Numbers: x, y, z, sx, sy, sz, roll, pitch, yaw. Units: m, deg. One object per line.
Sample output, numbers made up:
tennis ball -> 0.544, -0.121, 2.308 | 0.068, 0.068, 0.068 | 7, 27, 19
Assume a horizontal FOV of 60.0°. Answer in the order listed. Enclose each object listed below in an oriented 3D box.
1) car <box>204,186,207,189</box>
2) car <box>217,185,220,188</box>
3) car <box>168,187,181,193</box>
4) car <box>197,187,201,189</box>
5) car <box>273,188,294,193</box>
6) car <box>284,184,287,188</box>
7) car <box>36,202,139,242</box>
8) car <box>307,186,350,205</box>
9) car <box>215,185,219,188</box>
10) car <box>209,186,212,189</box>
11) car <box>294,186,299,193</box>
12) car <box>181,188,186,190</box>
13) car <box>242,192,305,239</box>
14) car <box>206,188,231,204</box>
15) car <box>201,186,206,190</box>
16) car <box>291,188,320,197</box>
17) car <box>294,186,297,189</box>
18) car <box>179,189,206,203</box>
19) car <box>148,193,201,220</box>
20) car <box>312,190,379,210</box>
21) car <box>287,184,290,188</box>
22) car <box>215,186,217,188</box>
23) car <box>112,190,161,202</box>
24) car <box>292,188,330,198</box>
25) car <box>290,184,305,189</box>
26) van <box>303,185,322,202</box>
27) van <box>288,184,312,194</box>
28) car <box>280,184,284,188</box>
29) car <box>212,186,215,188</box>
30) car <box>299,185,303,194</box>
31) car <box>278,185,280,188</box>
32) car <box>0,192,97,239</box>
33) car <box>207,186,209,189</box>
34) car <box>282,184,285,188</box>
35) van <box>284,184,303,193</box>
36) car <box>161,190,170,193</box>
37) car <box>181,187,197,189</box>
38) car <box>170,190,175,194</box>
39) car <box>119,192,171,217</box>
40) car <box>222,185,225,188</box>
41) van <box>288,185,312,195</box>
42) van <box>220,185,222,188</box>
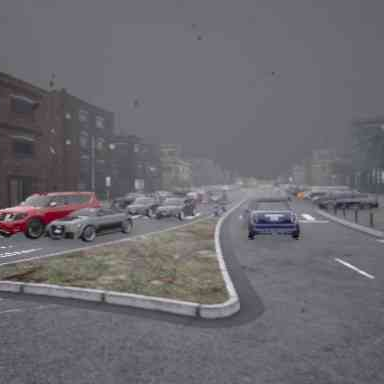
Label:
car -> -0.152, 0.051, 61.448 | 4.553, 1.767, 2.185 | 0, 1, 12
car -> 3.456, -0.253, 77.589 | 4.892, 1.521, 2.231 | 0, 1, 12
car -> -4.257, 0.583, 42.592 | 4.553, 1.767, 2.185 | 0, 1, 12
car -> -1.724, 0.400, 53.331 | 5.366, 1.575, 1.946 | 0, 1, 12
car -> 12.055, 0.534, 44.439 | 1.994, 1.385, 4.181 | 0, 2, 12
car -> 21.029, -0.412, 63.504 | 5.566, 2.045, 2.435 | 0, 1, 13
car -> -4.583, 1.369, 15.300 | 1.994, 1.385, 4.181 | 0, 1, 25
car -> 14.412, 0.558, 33.667 | 4.553, 1.767, 2.185 | 0, 1, 13
car -> 2.861, -0.184, 74.899 | 4.892, 1.521, 2.231 | 0, 1, 12
car -> 1.099, -0.097, 66.818 | 4.553, 1.767, 2.185 | 0, 1, 12
car -> 16.814, 0.379, 44.655 | 5.008, 1.535, 2.097 | 0, 2, 13
car -> -3.696, 0.637, 45.299 | 4.892, 1.521, 2.231 | 0, 1, 12
car -> 3.486, 1.054, 15.454 | 2.097, 1.767, 4.553 | -1, 1, 5
car -> 3.191, 0.654, 41.324 | 2.128, 1.511, 4.902 | 0, 1, 13
car -> -0.720, 0.252, 58.755 | 5.008, 1.535, 2.097 | 0, 1, 12
car -> 19.813, 0.028, 58.157 | 4.674, 1.452, 2.002 | 0, 1, 13
car -> 17.400, 0.305, 47.243 | 4.892, 1.521, 2.231 | 0, 2, 13
car -> 0.123, 0.726, 41.357 | 1.812, 1.442, 4.674 | 0, 1, 13
car -> -1.082, 1.104, 23.549 | 1.837, 1.490, 4.892 | 0, 2, 16
car -> 13.177, 0.837, 28.378 | 4.792, 1.488, 2.163 | 0, 1, 13
car -> 19.195, -0.187, 55.502 | 5.566, 2.045, 2.435 | 0, 2, 13
car -> 2.266, -0.114, 72.208 | 4.892, 1.521, 2.231 | 0, 1, 12
car -> -6.043, 0.789, 34.514 | 4.553, 1.767, 2.185 | 0, 1, 12
car -> 18.778, 0.141, 52.628 | 5.366, 1.575, 1.946 | 0, 2, 13
car -> 18.020, -0.027, 49.942 | 5.566, 2.045, 2.435 | 0, 2, 12
van -> 14.896, 0.387, 36.535 | 4.442, 1.987, 1.878 | 0, 1, 13
van -> 22.319, -0.535, 68.909 | 4.442, 1.987, 1.878 | 0, 1, 13
car -> 24.586, -0.840, 79.791 | 5.566, 2.045, 2.435 | 0, 1, 13
car -> 1.671, -0.042, 69.517 | 4.892, 1.521, 2.231 | 0, 1, 12
car -> 16.219, 0.336, 41.810 | 4.553, 1.767, 2.185 | 0, 2, 13
car -> 26.391, -1.038, 87.926 | 5.566, 2.045, 2.435 | 0, 1, 13
car -> -7.073, 1.033, 16.794 | 2.150, 2.045, 5.566 | 0, 1, 27
car -> 0.443, -0.023, 64.139 | 4.553, 1.767, 2.185 | 0, 1, 12
car -> 24.008, -0.519, 77.078 | 4.892, 1.521, 2.231 | 0, 1, 13
van -> 25.101, -0.880, 82.521 | 4.442, 1.987, 1.878 | 0, 1, 13
car -> -5.481, 0.849, 37.221 | 5.008, 1.535, 2.097 | 0, 1, 12
car -> -2.531, 0.231, 50.679 | 5.566, 2.045, 2.435 | 0, 1, 12
car -> -4.878, 0.819, 39.910 | 4.674, 1.452, 2.002 | 0, 1, 12
car -> -3.525, 1.085, 25.930 | 1.837, 1.490, 4.892 | 0, 2, 15
car -> 5.054, -0.456, 85.706 | 5.366, 1.575, 1.946 | 0, 1, 12
van -> 21.490, -0.461, 66.250 | 4.442, 1.987, 1.878 | 0, 1, 13
van -> 4.184, -0.551, 80.373 | 4.442, 1.987, 1.878 | 0, 1, 13
